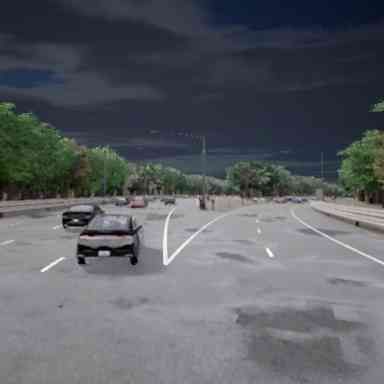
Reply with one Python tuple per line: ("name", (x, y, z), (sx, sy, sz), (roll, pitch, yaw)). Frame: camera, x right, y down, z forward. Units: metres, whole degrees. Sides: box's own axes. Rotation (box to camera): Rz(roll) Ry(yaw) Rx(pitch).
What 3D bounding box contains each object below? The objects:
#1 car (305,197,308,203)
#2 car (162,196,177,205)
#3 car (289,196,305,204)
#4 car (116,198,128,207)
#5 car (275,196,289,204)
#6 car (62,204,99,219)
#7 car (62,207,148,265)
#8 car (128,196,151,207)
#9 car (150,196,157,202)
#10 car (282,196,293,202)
("car", (28.090, 1.772, 84.514), (2.097, 1.767, 4.553), (0, 0, 25))
("car", (-4.092, 1.718, 63.790), (1.837, 1.490, 4.892), (0, 0, 2))
("car", (23.866, 1.984, 75.512), (1.812, 1.442, 4.674), (0, 0, 25))
("car", (-11.237, 1.649, 54.670), (1.812, 1.442, 4.674), (0, 0, 1))
("car", (20.350, 1.994, 76.259), (1.994, 1.385, 4.181), (0, 0, 25))
("car", (-6.814, 1.509, 21.524), (1.882, 1.535, 5.008), (0, 0, -4))
("car", (-2.667, 1.517, 11.748), (2.128, 1.511, 4.902), (0, 0, -5))
("car", (-7.714, 1.699, 49.594), (1.994, 1.385, 4.181), (0, 0, 0))
("car", (-10.123, 1.780, 82.823), (1.994, 1.385, 4.181), (0, 0, 4))
("car", (24.596, 1.843, 85.306), (1.882, 1.535, 5.008), (0, 0, 25))
